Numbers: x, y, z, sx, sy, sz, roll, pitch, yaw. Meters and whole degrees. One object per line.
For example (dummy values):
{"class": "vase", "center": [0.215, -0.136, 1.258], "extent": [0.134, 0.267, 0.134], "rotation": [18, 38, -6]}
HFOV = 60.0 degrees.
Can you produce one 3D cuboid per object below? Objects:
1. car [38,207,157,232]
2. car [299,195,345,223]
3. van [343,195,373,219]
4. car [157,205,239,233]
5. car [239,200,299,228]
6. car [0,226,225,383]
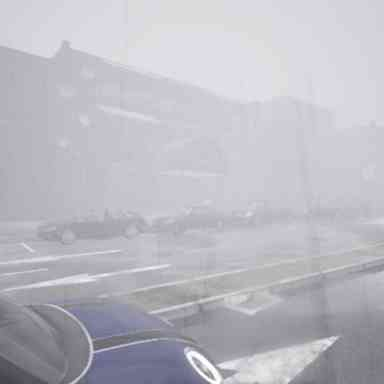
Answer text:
{"class": "car", "center": [-4.419, 1.445, 15.305], "extent": [4.892, 1.521, 2.231], "rotation": [0, 0, -36]}
{"class": "car", "center": [8.969, 1.319, 24.906], "extent": [4.553, 1.767, 2.185], "rotation": [0, 0, -36]}
{"class": "van", "center": [13.340, 1.219, 28.039], "extent": [4.442, 1.987, 1.878], "rotation": [0, 0, -36]}
{"class": "car", "center": [0.067, 1.484, 18.523], "extent": [4.674, 1.452, 2.002], "rotation": [0, 0, -36]}
{"class": "car", "center": [4.480, 1.319, 21.686], "extent": [4.553, 1.767, 2.185], "rotation": [0, 0, -36]}
{"class": "car", "center": [-1.884, 1.353, 2.093], "extent": [4.553, 1.767, 2.097], "rotation": [0, 0, -36]}
